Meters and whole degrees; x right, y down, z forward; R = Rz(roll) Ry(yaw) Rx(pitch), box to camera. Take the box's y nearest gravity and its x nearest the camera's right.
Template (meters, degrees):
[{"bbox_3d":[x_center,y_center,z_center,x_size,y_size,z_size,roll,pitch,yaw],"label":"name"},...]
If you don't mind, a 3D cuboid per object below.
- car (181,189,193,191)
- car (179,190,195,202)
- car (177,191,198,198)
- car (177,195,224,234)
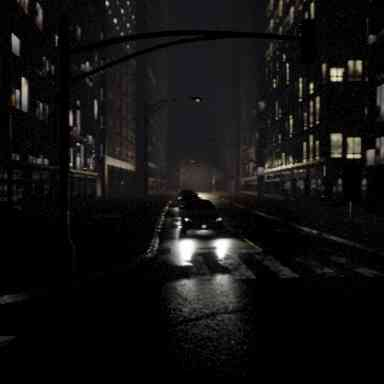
[{"bbox_3d":[-0.506,0.513,35.024,2.097,1.767,4.553,0,1,-1],"label":"car"},{"bbox_3d":[-0.655,0.469,45.582,2.033,1.411,5.357,0,1,0],"label":"car"},{"bbox_3d":[-0.139,0.906,25.163,1.812,1.442,4.674,0,1,-3],"label":"car"},{"bbox_3d":[0.360,1.104,16.176,1.812,1.442,4.674,0,1,-4],"label":"car"}]
